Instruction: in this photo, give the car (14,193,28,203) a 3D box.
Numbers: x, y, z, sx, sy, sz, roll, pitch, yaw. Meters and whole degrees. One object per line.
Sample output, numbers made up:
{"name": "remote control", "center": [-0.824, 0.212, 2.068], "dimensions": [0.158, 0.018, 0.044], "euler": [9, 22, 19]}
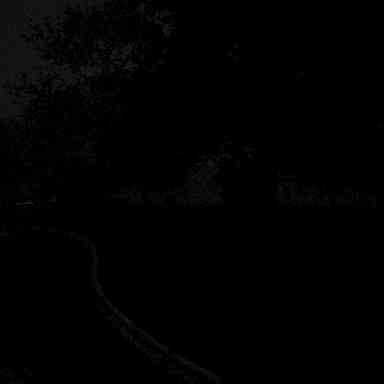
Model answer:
{"name": "car", "center": [-27.937, 0.875, 54.113], "dimensions": [2.128, 1.511, 4.902], "euler": [0, 2, -31]}
